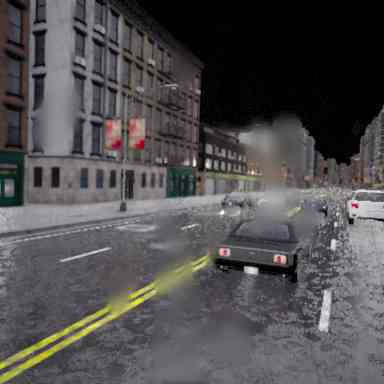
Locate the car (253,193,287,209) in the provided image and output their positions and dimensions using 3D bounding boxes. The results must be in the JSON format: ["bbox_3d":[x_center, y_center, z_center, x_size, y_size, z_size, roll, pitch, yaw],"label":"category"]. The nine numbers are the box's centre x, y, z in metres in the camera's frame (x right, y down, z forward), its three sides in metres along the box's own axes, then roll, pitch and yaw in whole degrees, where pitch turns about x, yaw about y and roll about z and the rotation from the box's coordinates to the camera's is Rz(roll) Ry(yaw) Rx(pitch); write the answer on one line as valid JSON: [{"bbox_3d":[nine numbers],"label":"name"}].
[{"bbox_3d":[6.807,0.838,27.879,1.812,1.442,4.674,3,2,24],"label":"car"}]

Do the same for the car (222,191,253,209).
[{"bbox_3d":[4.164,0.684,29.924,1.812,1.442,4.674,3,2,24],"label":"car"}]

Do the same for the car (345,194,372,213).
[{"bbox_3d":[15.931,1.032,32.043,2.033,1.411,5.357,3,2,24],"label":"car"}]

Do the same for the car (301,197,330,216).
[{"bbox_3d":[9.691,1.073,25.888,1.895,1.301,4.718,3,2,24],"label":"car"}]

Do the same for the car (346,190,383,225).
[{"bbox_3d":[10.830,0.904,20.495,2.150,2.045,5.566,3,2,25],"label":"car"}]

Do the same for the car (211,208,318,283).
[{"bbox_3d":[2.199,1.361,9.162,1.895,1.301,4.718,3,2,24],"label":"car"}]
